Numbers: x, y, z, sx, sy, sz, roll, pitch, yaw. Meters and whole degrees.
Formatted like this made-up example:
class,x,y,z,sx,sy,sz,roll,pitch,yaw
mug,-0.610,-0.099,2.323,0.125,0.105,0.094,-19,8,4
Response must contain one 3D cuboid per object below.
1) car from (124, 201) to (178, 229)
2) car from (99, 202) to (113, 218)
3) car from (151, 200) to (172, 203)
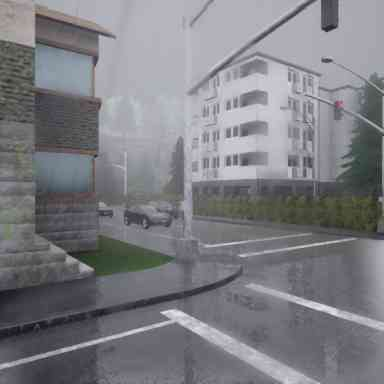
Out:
class,x,y,z,sx,sy,sz,roll,pitch,yaw
car,-3.220,1.681,23.529,1.837,1.490,4.892,0,0,-35
car,-9.216,1.654,31.964,1.882,1.535,5.008,0,0,-35
car,-3.143,1.528,29.767,2.097,1.767,4.553,0,0,-35
